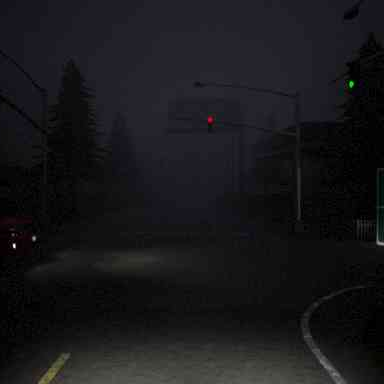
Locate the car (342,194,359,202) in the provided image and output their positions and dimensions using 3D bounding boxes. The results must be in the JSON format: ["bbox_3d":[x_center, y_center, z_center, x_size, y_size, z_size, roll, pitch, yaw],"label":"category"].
[{"bbox_3d":[34.960,1.486,71.792,2.007,1.523,4.514,0,0,0],"label":"car"}]

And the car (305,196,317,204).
[{"bbox_3d":[22.550,1.550,64.010,1.970,1.475,3.806,0,0,0],"label":"car"}]

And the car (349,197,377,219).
[{"bbox_3d":[14.387,1.503,24.949,3.866,1.878,1.905,0,0,0],"label":"car"}]

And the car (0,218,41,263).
[{"bbox_3d":[-8.054,1.344,10.889,5.566,2.045,2.150,-3,0,-5],"label":"car"}]

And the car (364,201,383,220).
[{"bbox_3d":[18.718,1.670,30.616,4.611,1.667,2.242,0,0,0],"label":"car"}]
